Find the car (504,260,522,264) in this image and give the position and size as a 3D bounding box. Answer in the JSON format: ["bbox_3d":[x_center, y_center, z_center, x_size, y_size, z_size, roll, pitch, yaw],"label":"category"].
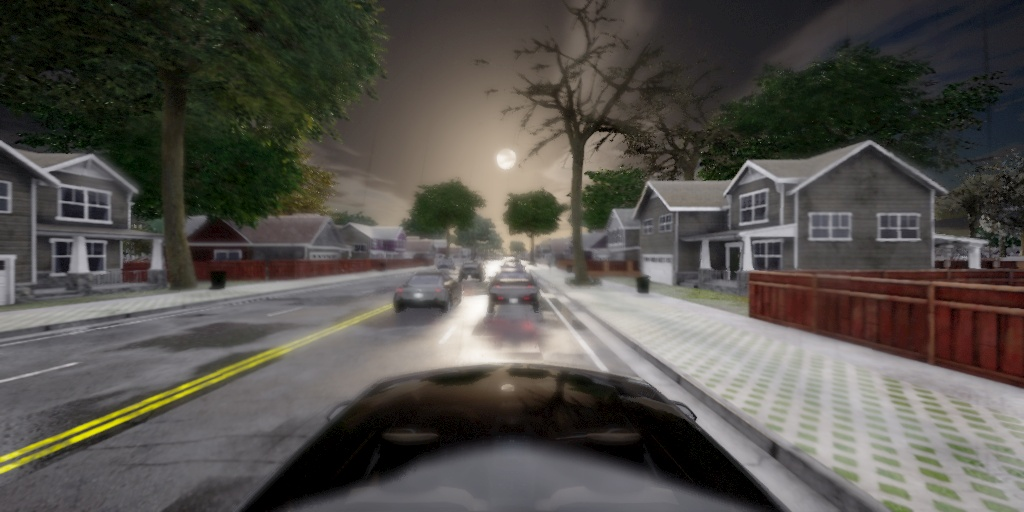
[{"bbox_3d":[0.072,1.133,28.943,2.097,1.767,4.553,0,0,0],"label":"car"}]

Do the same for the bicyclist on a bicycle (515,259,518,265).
[{"bbox_3d":[0.896,1.364,61.851,0.582,1.620,1.656,0,-1,0],"label":"bicyclist on a bicycle"}]

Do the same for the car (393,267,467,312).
[{"bbox_3d":[-3.177,1.319,14.242,1.994,1.385,4.181,0,0,0],"label":"car"}]

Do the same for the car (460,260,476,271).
[{"bbox_3d":[-6.560,1.401,53.749,1.812,1.442,4.674,0,0,0],"label":"car"}]

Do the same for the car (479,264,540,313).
[{"bbox_3d":[0.070,1.247,14.124,2.128,1.511,4.902,0,0,0],"label":"car"}]

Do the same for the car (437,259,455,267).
[{"bbox_3d":[-9.812,1.227,53.657,2.097,1.767,4.553,0,0,0],"label":"car"}]

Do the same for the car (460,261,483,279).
[{"bbox_3d":[-3.175,1.289,29.329,1.837,1.490,4.892,0,0,0],"label":"car"}]
